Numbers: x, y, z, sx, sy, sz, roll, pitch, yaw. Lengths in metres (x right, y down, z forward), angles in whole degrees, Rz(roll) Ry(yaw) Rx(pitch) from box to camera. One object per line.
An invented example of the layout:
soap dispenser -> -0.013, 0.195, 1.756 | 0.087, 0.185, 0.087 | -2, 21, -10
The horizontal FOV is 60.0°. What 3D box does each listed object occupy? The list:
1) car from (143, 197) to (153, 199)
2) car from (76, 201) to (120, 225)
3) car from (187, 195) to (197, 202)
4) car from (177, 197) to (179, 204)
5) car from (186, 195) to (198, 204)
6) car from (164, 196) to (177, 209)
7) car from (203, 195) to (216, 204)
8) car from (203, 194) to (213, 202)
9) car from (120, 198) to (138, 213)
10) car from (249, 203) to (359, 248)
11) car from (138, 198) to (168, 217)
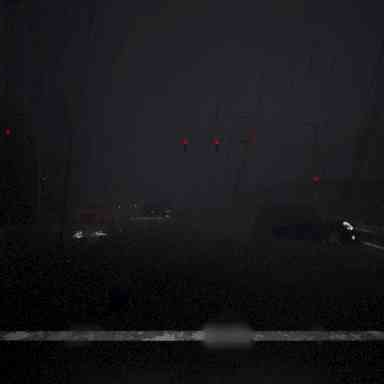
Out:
car -> -7.086, 1.492, 54.007 | 2.128, 1.511, 4.902 | 0, 0, 0
car -> -7.099, 1.504, 24.964 | 1.882, 1.535, 5.008 | 0, 0, 0
car -> 0.005, 1.413, 73.837 | 1.994, 1.385, 4.181 | 0, 0, 0
car -> -3.531, 1.548, 65.222 | 2.033, 1.411, 5.357 | 0, 0, 1
car -> 0.005, 1.505, 63.727 | 1.837, 1.490, 4.892 | 0, 0, 0
car -> -3.594, 1.491, 45.113 | 2.128, 1.511, 4.902 | 0, 0, 0
car -> 3.610, 1.547, 64.194 | 2.033, 1.411, 5.357 | 0, 0, 0
car -> 3.508, 1.355, 74.416 | 2.097, 1.767, 4.553 | 0, 0, 0
car -> -7.098, 1.505, 37.428 | 1.837, 1.490, 4.892 | 0, 0, 0
car -> 4.991, 1.375, 14.974 | 4.553, 1.767, 2.097 | 0, 0, 28
car -> -3.546, 1.563, 31.016 | 1.994, 1.385, 4.181 | 0, 0, -2
